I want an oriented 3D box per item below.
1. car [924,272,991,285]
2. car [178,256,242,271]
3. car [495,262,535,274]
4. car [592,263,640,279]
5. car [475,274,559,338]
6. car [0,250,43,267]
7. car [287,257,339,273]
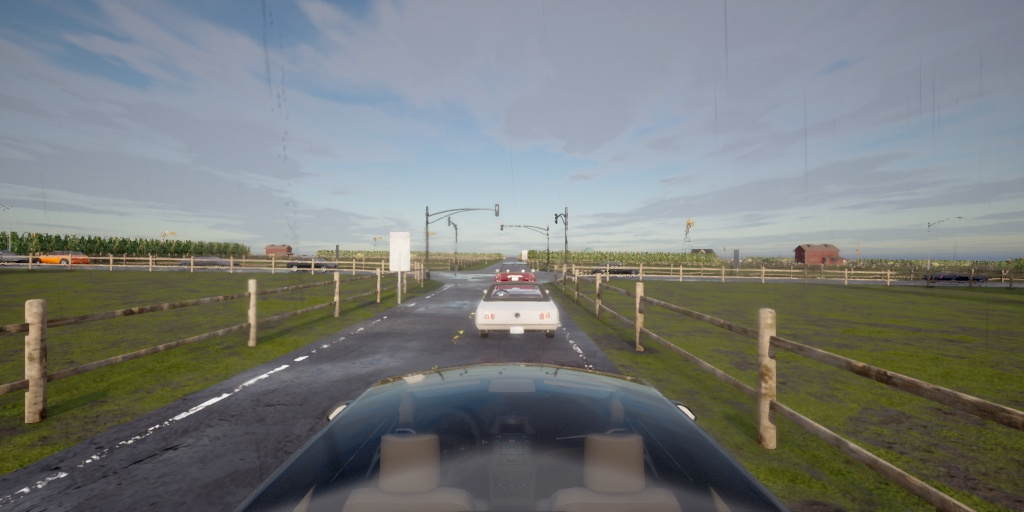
[{"bbox_3d":[45.312,2.247,36.528,4.718,1.301,1.895,1,0,0],"label":"car"},{"bbox_3d":[-30.929,0.749,36.764,5.357,1.411,2.033,1,0,0],"label":"car"},{"bbox_3d":[0.180,1.104,19.123,2.097,1.767,4.553,0,0,1],"label":"car"},{"bbox_3d":[10.686,1.480,36.636,4.892,1.490,1.837,1,0,0],"label":"car"},{"bbox_3d":[0.124,1.352,10.135,1.895,1.301,4.718,0,0,0],"label":"car"},{"bbox_3d":[-52.534,0.364,36.908,5.357,1.411,2.033,1,0,0],"label":"car"},{"bbox_3d":[-20.316,0.898,36.730,4.892,1.490,1.837,1,0,0],"label":"car"}]
